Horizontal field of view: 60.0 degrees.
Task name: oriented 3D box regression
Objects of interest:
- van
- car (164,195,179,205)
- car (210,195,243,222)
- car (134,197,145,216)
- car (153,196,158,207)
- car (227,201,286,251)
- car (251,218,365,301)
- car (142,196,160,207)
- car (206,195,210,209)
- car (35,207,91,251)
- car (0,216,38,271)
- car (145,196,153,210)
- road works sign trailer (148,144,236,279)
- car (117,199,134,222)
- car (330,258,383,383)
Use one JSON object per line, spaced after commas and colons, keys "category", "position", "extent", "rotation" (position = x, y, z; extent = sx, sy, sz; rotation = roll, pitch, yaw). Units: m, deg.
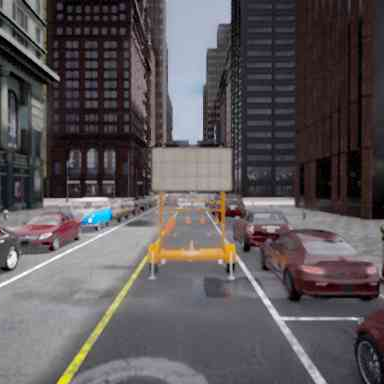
{"category": "van", "position": [-5.766, 1.224, 19.195], "extent": [1.690, 1.788, 3.998], "rotation": [0, 0, 0]}
{"category": "car", "position": [-3.033, 1.219, 50.333], "extent": [1.837, 1.490, 4.892], "rotation": [0, 0, 0]}
{"category": "car", "position": [2.759, 1.166, 24.834], "extent": [2.192, 1.841, 5.009], "rotation": [0, 0, 0]}
{"category": "car", "position": [-5.765, 1.401, 30.470], "extent": [1.802, 1.307, 4.206], "rotation": [0, 0, 0]}
{"category": "car", "position": [-5.765, 1.324, 41.742], "extent": [1.947, 1.339, 4.313], "rotation": [0, 0, 0]}
{"category": "car", "position": [2.759, 1.356, 13.564], "extent": [1.967, 1.590, 4.097], "rotation": [0, 0, 0]}
{"category": "car", "position": [2.760, 1.532, 7.929], "extent": [1.802, 1.307, 4.206], "rotation": [0, 0, 0]}
{"category": "car", "position": [-5.765, 1.279, 47.379], "extent": [2.008, 1.369, 4.403], "rotation": [0, 0, 0]}
{"category": "car", "position": [2.759, 1.134, 30.471], "extent": [2.192, 1.841, 5.009], "rotation": [0, 0, 0]}
{"category": "car", "position": [-5.765, 1.498, 13.560], "extent": [1.802, 1.307, 4.206], "rotation": [0, 0, 0]}
{"category": "car", "position": [-5.765, 1.501, 7.923], "extent": [2.008, 1.369, 4.403], "rotation": [0, 0, 0]}
{"category": "car", "position": [-5.765, 1.354, 36.106], "extent": [1.947, 1.339, 4.313], "rotation": [0, 0, 0]}
{"category": "road works sign trailer", "position": [0.000, 0.403, 9.811], "extent": [2.380, 3.560, 2.880], "rotation": [0, 0, 0]}
{"category": "car", "position": [-5.765, 1.377, 24.663], "extent": [1.752, 1.417, 4.829], "rotation": [0, 0, 0]}
{"category": "car", "position": [2.760, 1.567, 2.292], "extent": [1.802, 1.307, 4.206], "rotation": [0, 0, 0]}
